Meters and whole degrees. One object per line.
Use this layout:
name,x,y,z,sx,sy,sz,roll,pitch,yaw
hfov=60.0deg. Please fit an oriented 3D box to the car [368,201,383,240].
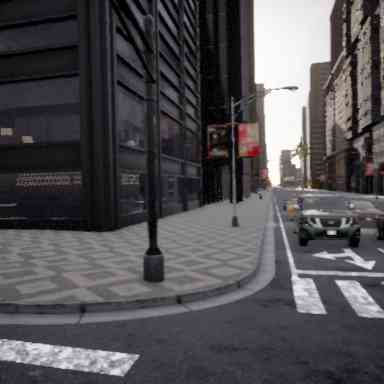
car,8.457,1.173,12.351,2.097,1.767,4.553,-1,0,14

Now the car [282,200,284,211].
car,10.315,1.207,34.021,1.994,1.385,4.181,-1,0,13

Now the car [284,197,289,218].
car,8.014,1.228,24.402,1.882,1.535,5.008,-1,0,14

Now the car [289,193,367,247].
car,5.668,1.081,14.674,2.150,2.045,5.566,-1,0,13

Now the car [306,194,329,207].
car,15.349,1.047,40.956,2.033,1.411,5.357,-1,0,14

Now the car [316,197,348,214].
car,12.882,1.178,30.837,1.994,1.385,4.181,-1,0,12
